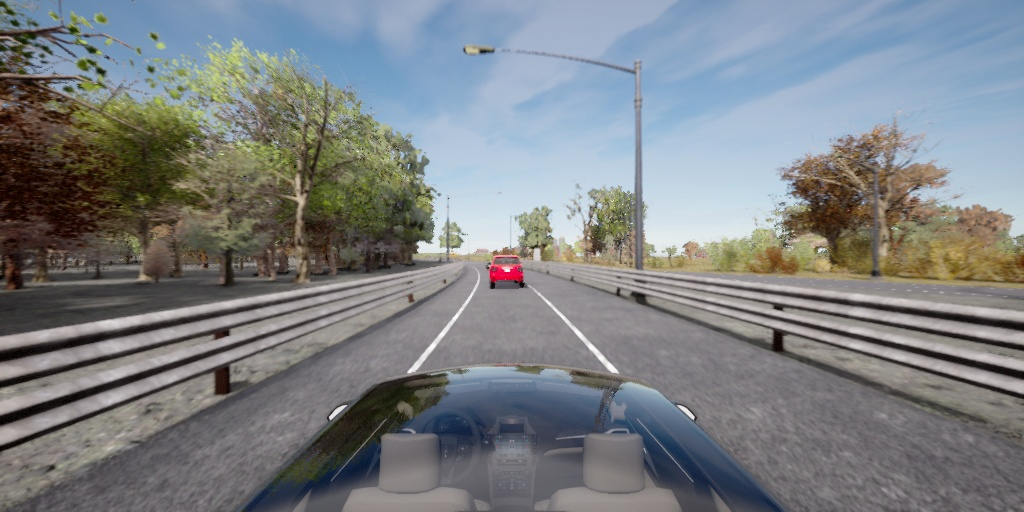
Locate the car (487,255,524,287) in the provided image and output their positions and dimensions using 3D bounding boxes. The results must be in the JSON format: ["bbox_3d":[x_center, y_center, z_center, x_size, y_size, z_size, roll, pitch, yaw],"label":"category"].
[{"bbox_3d":[-0.468,0.977,24.491,2.150,2.045,5.566,0,0,-4],"label":"car"}]

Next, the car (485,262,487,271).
[{"bbox_3d":[-2.789,1.335,49.774,1.895,1.301,4.718,0,0,-8],"label":"car"}]
